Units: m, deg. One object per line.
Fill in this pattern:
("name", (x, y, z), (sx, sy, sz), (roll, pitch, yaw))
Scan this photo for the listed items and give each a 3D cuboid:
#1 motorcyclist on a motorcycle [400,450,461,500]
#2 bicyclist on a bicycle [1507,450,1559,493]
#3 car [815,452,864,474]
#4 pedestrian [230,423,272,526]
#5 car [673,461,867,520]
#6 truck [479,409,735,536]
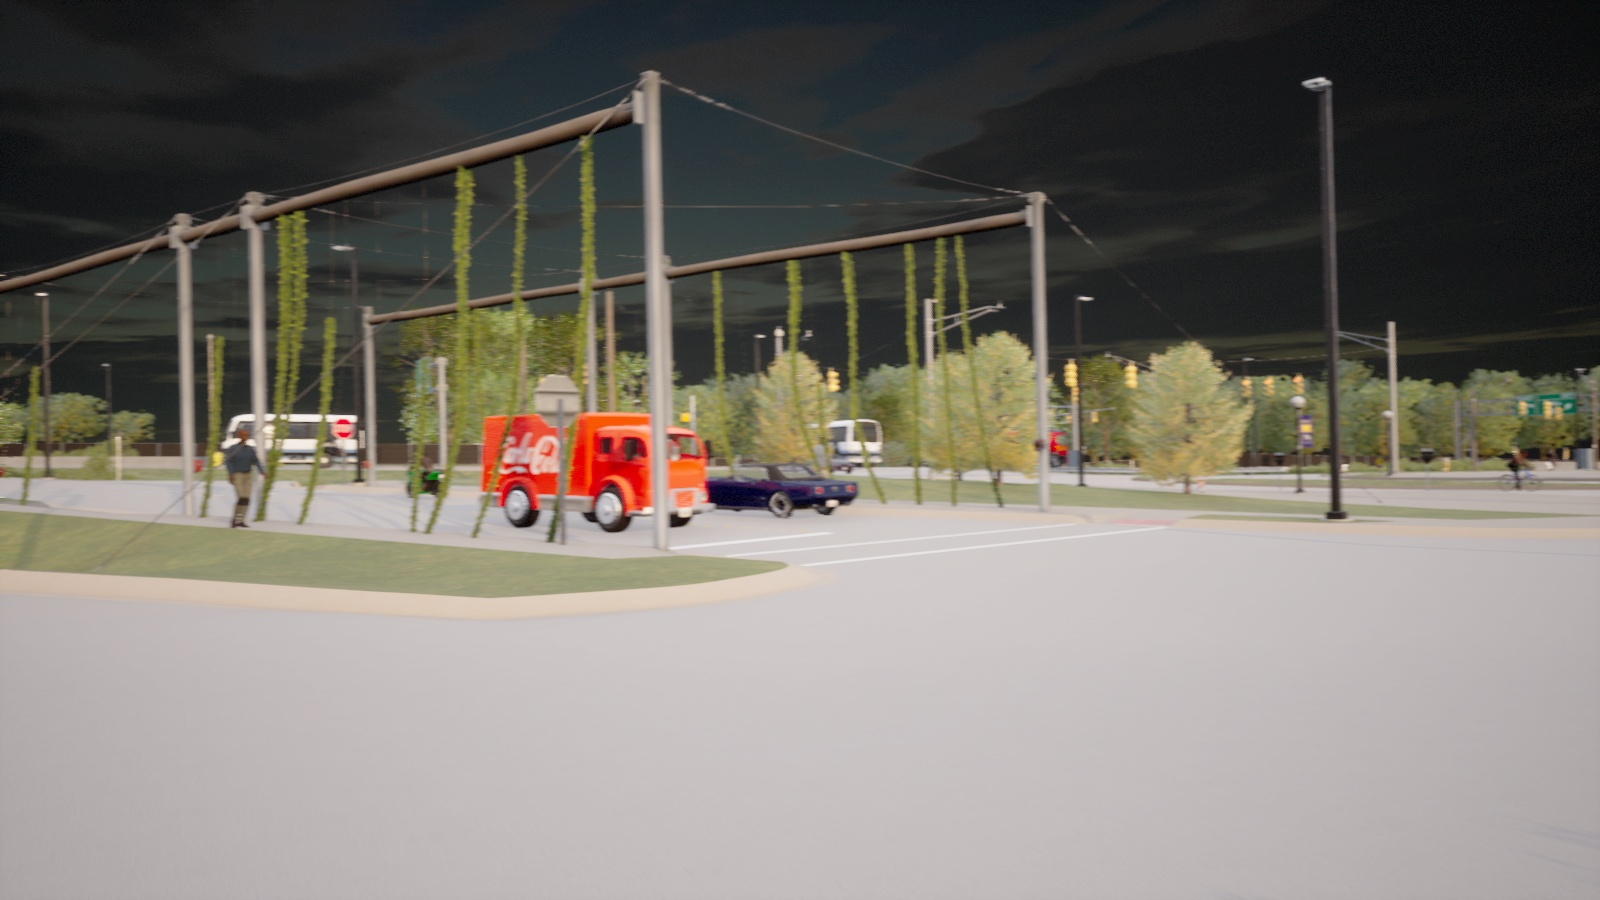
("motorcyclist on a motorcycle", (-11.594, 0.765, 39.393), (2.044, 1.523, 0.797), (1, 1, 38))
("bicyclist on a bicycle", (28.412, 0.844, 48.685), (0.582, 1.620, 1.656), (-1, -1, -30))
("car", (2.790, 0.930, 90.407), (1.816, 1.474, 4.193), (0, 1, -25))
("pedestrian", (-9.947, 0.447, 22.749), (0.726, 1.835, 0.370), (-2, -1, 40))
("car", (-0.808, 0.952, 31.047), (4.718, 1.301, 1.895), (0, 1, 40))
("truck", (-4.235, 0.412, 27.105), (5.204, 2.467, 2.627), (0, 1, 39))
